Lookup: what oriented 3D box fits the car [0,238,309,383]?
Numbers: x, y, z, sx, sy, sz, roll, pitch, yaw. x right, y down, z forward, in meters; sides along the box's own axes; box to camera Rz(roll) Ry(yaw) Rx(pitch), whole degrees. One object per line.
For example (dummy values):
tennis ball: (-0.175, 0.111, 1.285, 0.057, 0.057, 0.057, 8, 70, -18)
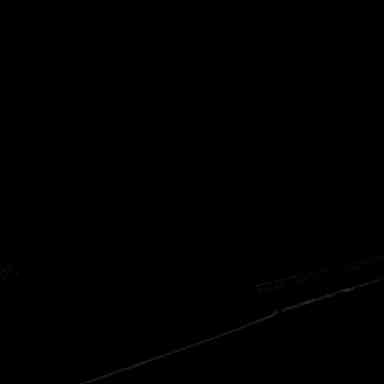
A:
car: (-1.201, 1.352, 2.523, 4.553, 1.767, 2.097, 0, 0, -35)
